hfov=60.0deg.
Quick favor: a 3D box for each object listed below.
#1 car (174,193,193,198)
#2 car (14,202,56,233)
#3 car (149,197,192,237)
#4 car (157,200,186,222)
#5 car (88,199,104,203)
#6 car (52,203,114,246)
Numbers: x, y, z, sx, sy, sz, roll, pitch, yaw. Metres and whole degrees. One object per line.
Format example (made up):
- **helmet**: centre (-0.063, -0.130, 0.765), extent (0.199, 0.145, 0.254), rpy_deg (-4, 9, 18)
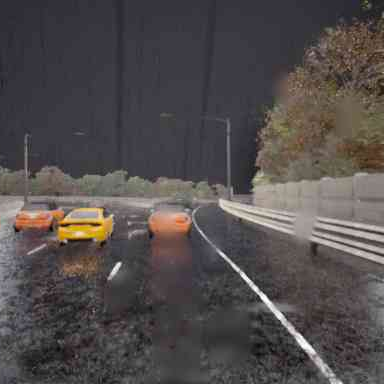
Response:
- **car**: centre (-1.173, 1.187, 40.888), extent (2.150, 2.045, 5.566), rpy_deg (0, 0, 3)
- **car**: centre (-9.188, 1.386, 20.413), extent (2.097, 1.767, 4.553), rpy_deg (0, 0, -11)
- **car**: centre (-1.193, 1.339, 18.135), extent (2.097, 1.767, 4.553), rpy_deg (0, 0, -4)
- **car**: centre (-1.542, 1.473, 26.955), extent (2.128, 1.511, 4.902), rpy_deg (0, 0, -1)
- **car**: centre (-11.663, 1.593, 40.664), extent (1.994, 1.385, 4.181), rpy_deg (0, 0, -22)
- **car**: centre (-4.773, 1.490, 15.524), extent (1.882, 1.535, 5.008), rpy_deg (0, 0, -8)
